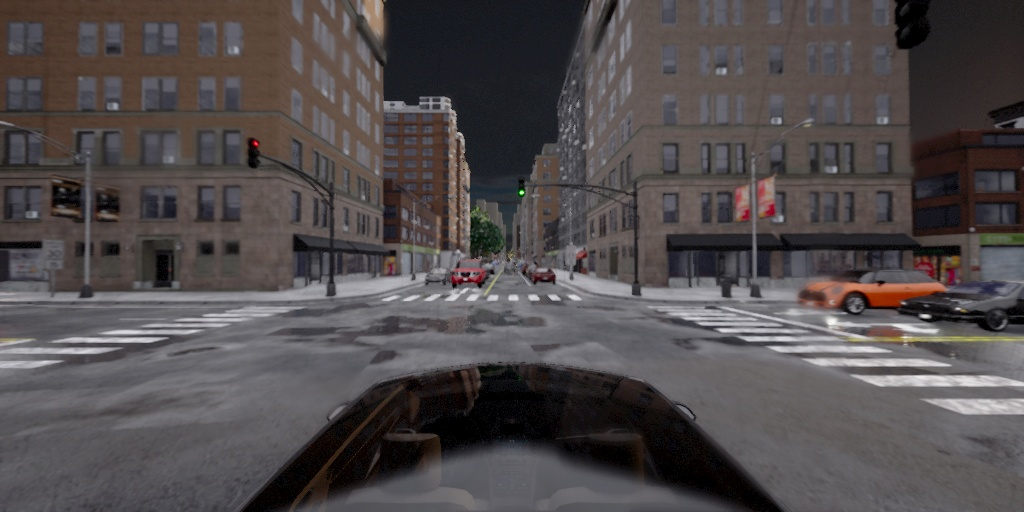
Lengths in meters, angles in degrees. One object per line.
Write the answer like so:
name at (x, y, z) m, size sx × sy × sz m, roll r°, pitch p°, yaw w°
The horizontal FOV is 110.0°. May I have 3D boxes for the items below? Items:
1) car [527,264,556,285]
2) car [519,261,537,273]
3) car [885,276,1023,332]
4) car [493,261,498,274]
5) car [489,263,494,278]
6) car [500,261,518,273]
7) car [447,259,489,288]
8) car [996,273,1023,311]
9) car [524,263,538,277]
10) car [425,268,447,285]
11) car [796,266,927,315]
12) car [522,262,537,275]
car at (2.540, 1.587, 29.650) m, size 1.888 × 1.381 × 4.507 m, roll 0°, pitch 0°, yaw -1°
car at (2.387, 1.530, 46.169) m, size 2.192 × 1.841 × 5.009 m, roll 0°, pitch 0°, yaw -1°
car at (15.135, 1.431, 10.864) m, size 5.357 × 1.411 × 2.033 m, roll 0°, pitch -1°, yaw 0°
car at (-3.303, 1.741, 48.180) m, size 1.882 × 1.535 × 5.008 m, roll 0°, pitch -1°, yaw -1°
car at (-3.280, 1.699, 37.811) m, size 2.033 × 1.411 × 5.357 m, roll 0°, pitch -1°, yaw 0°
car at (-0.388, 1.846, 57.344) m, size 2.128 × 1.511 × 4.902 m, roll 0°, pitch -1°, yaw -1°
car at (-3.211, 1.268, 27.486) m, size 2.150 × 2.045 × 5.566 m, roll 0°, pitch -1°, yaw 0°
car at (22.788, 1.441, 14.157) m, size 4.892 × 1.490 × 1.837 m, roll 0°, pitch -1°, yaw 0°
car at (2.489, 1.663, 35.156) m, size 1.948 × 1.339 × 4.313 m, roll 0°, pitch 0°, yaw -1°
car at (-5.985, 1.630, 29.574) m, size 2.007 × 1.370 × 4.403 m, roll 0°, pitch 0°, yaw -1°
car at (13.964, 1.289, 14.124) m, size 4.553 × 1.767 × 2.097 m, roll 0°, pitch -1°, yaw 0°
car at (2.436, 1.681, 40.833) m, size 1.751 × 1.417 × 4.829 m, roll 0°, pitch 0°, yaw -1°
